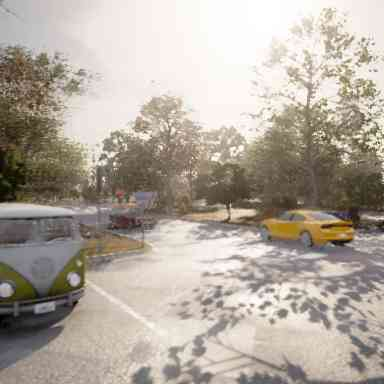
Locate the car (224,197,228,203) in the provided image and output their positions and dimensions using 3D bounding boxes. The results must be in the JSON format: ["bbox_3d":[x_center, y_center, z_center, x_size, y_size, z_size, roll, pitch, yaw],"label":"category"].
[{"bbox_3d":[8.080,1.475,64.845,1.812,1.442,4.674,-1,-2,41],"label":"car"}]

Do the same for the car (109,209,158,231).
[{"bbox_3d":[-4.367,1.968,24.475,1.895,1.301,4.718,-2,2,-35],"label":"car"}]

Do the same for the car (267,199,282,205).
[{"bbox_3d":[11.236,1.644,47.857,2.033,1.411,5.357,-2,2,-35],"label":"car"}]

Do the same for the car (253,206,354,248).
[{"bbox_3d":[5.064,1.609,15.437,1.882,1.535,5.008,1,-2,-21],"label":"car"}]

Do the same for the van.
[{"bbox_3d":[-3.620,1.257,7.091,1.878,1.987,4.442,0,0,-35],"label":"van"}]

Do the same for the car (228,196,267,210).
[{"bbox_3d":[7.800,1.509,47.307,2.097,1.767,4.553,-2,2,-35],"label":"car"}]

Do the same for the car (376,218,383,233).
[{"bbox_3d":[13.261,1.779,19.229,2.002,1.452,4.674,1,-1,-35],"label":"car"}]
